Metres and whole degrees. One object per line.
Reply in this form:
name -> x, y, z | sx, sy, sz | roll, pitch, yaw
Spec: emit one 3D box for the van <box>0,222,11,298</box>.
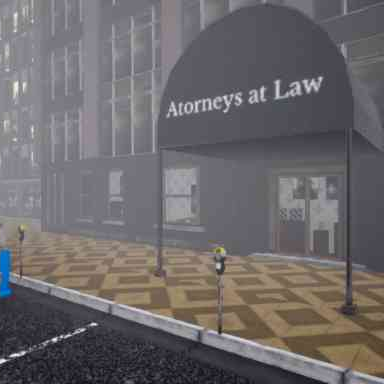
van -> -5.308, 1.341, 6.687 | 3.998, 1.788, 1.690 | 0, 0, 36
